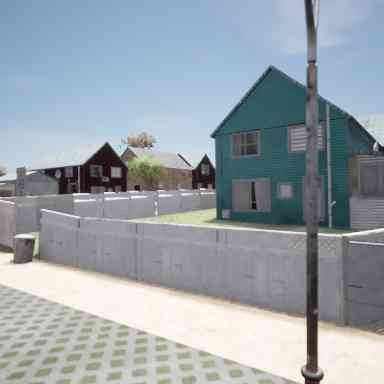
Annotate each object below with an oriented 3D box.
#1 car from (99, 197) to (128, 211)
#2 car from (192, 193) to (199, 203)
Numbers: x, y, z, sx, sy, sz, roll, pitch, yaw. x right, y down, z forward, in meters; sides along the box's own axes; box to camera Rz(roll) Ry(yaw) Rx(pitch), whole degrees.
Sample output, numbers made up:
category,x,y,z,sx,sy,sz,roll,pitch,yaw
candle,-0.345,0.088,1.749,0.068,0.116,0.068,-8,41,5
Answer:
category,x,y,z,sx,sy,sz,roll,pitch,yaw
car,-6.607,0.796,29.958,2.097,1.767,4.553,-1,1,35
car,1.406,0.597,41.298,1.812,1.442,4.674,-1,1,35
